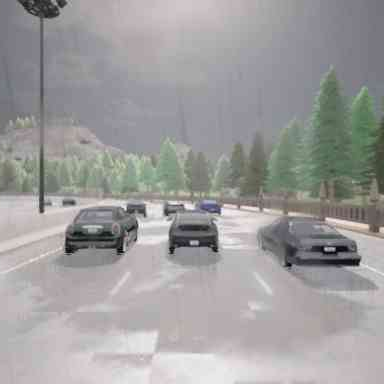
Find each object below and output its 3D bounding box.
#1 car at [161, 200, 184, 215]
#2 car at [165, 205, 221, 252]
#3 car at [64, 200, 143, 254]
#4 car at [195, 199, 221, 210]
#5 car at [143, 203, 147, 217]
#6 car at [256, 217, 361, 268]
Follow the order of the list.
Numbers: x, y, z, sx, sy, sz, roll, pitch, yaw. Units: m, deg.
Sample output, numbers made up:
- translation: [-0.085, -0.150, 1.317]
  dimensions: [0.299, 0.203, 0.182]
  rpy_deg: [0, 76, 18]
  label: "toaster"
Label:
- translation: [-1.781, 1.486, 31.472]
  dimensions: [2.128, 1.511, 4.902]
  rpy_deg: [0, 0, -10]
  label: "car"
- translation: [0.013, 1.502, 13.844]
  dimensions: [1.837, 1.490, 4.892]
  rpy_deg: [0, 0, -2]
  label: "car"
- translation: [-3.480, 1.349, 13.596]
  dimensions: [2.097, 1.767, 4.553]
  rpy_deg: [0, 0, -1]
  label: "car"
- translation: [1.495, 1.472, 33.052]
  dimensions: [1.882, 1.535, 5.008]
  rpy_deg: [0, 0, -10]
  label: "car"
- translation: [-5.332, 1.499, 31.532]
  dimensions: [1.837, 1.490, 4.892]
  rpy_deg: [0, 0, -10]
  label: "car"
- translation: [3.576, 1.545, 11.226]
  dimensions: [2.033, 1.411, 5.357]
  rpy_deg: [0, 0, -1]
  label: "car"
